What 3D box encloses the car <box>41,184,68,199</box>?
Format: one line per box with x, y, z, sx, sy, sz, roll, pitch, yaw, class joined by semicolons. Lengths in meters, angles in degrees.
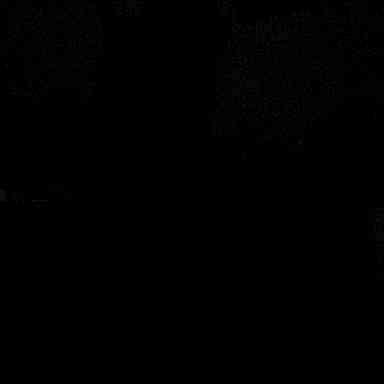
-20.897;-0.105;49.780;5.566;2.045;2.150;3;4;39;car

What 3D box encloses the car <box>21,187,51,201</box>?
-22.013;0.405;46.188;4.181;1.385;1.994;3;4;39;car
